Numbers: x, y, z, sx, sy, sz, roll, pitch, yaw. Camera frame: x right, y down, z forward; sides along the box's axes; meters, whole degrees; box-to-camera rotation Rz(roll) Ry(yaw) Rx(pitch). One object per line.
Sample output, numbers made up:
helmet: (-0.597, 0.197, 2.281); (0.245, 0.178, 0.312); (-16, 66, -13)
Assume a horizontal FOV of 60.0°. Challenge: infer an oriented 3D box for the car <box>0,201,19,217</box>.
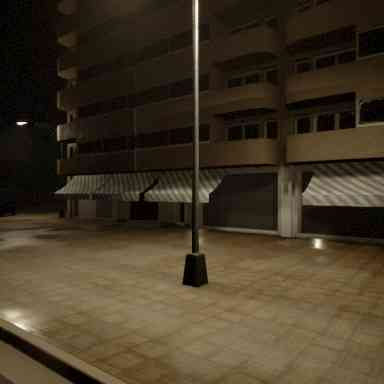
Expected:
car: (-17.752, 1.525, 30.435); (1.812, 1.442, 4.674); (0, 0, 0)
